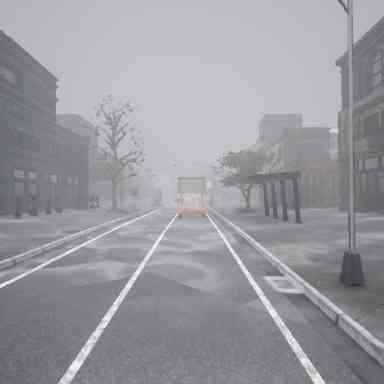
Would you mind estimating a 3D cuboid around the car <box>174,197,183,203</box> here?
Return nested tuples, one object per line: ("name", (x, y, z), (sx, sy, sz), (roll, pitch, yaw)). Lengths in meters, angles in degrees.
("car", (-3.000, 1.792, 75.922), (1.994, 1.385, 4.181), (0, 0, 0))

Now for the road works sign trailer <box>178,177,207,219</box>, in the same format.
("road works sign trailer", (0.000, 0.464, 29.403), (2.380, 3.560, 2.880), (0, 0, 0))
